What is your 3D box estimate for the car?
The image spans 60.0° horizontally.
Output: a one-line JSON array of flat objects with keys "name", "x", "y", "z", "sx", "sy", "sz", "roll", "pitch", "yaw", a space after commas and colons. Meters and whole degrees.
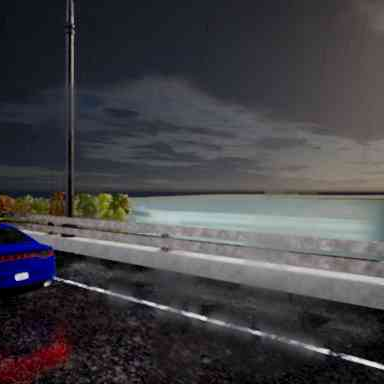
[{"name": "car", "x": -5.244, "y": 1.446, "z": 7.769, "sx": 5.008, "sy": 1.535, "sz": 1.882, "roll": 0, "pitch": 0, "yaw": 36}]
